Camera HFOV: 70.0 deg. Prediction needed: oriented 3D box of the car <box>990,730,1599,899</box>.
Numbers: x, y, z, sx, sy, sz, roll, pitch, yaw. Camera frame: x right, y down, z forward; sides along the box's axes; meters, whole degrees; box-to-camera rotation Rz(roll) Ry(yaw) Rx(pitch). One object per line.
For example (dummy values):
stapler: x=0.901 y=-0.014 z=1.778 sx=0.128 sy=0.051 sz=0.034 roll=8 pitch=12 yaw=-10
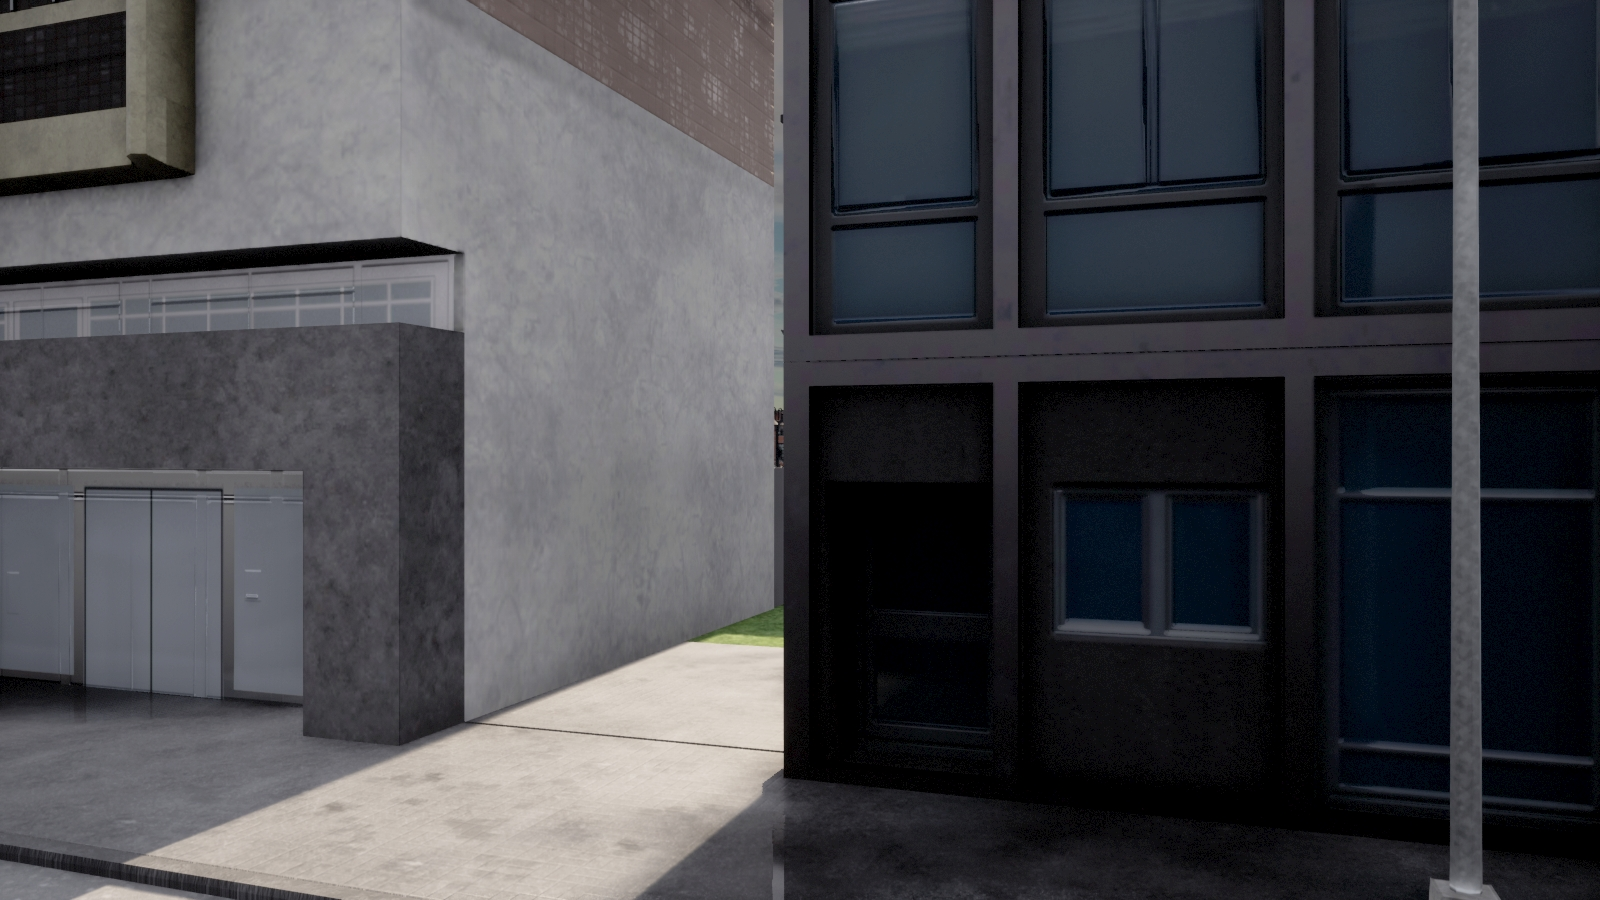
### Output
car: x=2.445 y=1.817 z=2.890 sx=3.633 sy=1.501 sz=1.845 roll=0 pitch=0 yaw=20
